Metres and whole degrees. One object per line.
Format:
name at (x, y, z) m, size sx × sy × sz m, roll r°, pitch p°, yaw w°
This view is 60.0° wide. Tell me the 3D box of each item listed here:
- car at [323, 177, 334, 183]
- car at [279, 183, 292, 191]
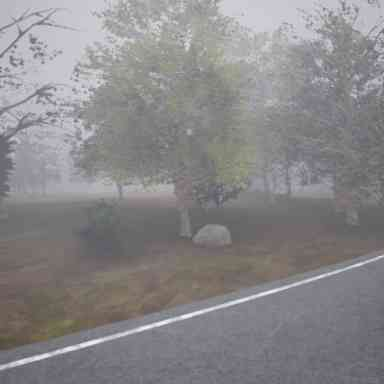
car at (30.754, -2.884, 75.489) m, size 5.566 × 2.045 × 2.150 m, roll -5°, pitch 3°, yaw -20°
car at (18.076, -1.043, 64.018) m, size 2.128 × 1.511 × 4.902 m, roll -3°, pitch 3°, yaw 25°
